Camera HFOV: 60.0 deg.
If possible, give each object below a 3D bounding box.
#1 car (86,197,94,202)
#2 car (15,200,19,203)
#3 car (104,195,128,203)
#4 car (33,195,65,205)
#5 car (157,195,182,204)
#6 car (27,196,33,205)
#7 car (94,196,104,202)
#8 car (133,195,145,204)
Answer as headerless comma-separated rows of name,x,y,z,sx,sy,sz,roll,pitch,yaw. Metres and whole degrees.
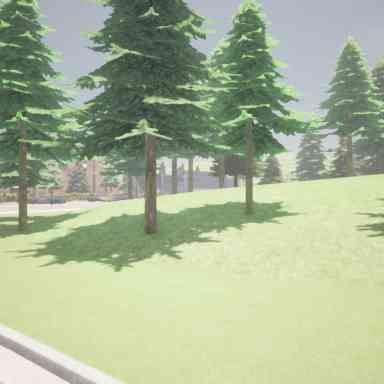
car,-21.354,1.586,74.812,1.895,1.301,4.718,0,0,35
car,-30.074,1.541,62.405,2.033,1.411,5.357,0,0,35
car,-15.700,1.516,70.684,1.812,1.442,4.674,0,0,35
car,-24.608,1.349,58.146,2.097,1.767,4.553,0,0,35
car,-4.774,1.350,66.151,2.097,1.767,4.553,0,0,36
car,-27.230,1.545,60.457,2.033,1.411,5.357,0,0,36
car,-18.289,1.468,73.086,1.882,1.535,5.008,0,0,35
car,-9.622,1.350,65.419,2.097,1.767,4.553,0,0,35
